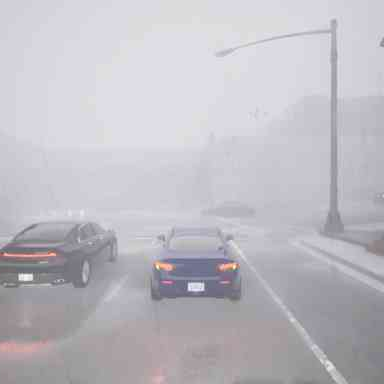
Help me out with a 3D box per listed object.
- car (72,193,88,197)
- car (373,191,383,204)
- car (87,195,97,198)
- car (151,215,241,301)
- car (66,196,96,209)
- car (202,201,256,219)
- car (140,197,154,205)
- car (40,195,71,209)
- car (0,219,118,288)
[{"bbox_3d":[-18.424,1.218,54.346,2.150,2.045,5.566,0,0,-1],"label":"car"},{"bbox_3d":[17.903,-0.078,28.418,4.553,1.767,2.097,-10,0,0],"label":"car"},{"bbox_3d":[-14.911,1.477,53.786,1.882,1.535,5.008,0,0,-1],"label":"car"},{"bbox_3d":[0.091,1.526,8.230,1.812,1.442,4.674,0,0,0],"label":"car"},{"bbox_3d":[-14.697,1.601,44.306,1.895,1.301,4.718,0,0,-1],"label":"car"},{"bbox_3d":[3.160,1.539,28.771,4.674,1.442,1.812,0,0,8],"label":"car"},{"bbox_3d":[-7.819,1.564,58.092,1.994,1.385,4.181,0,0,-1],"label":"car"},{"bbox_3d":[-18.188,1.352,43.941,2.097,1.767,4.553,0,0,-1],"label":"car"},{"bbox_3d":[-3.399,1.505,9.243,1.837,1.490,4.892,0,0,0],"label":"car"}]
